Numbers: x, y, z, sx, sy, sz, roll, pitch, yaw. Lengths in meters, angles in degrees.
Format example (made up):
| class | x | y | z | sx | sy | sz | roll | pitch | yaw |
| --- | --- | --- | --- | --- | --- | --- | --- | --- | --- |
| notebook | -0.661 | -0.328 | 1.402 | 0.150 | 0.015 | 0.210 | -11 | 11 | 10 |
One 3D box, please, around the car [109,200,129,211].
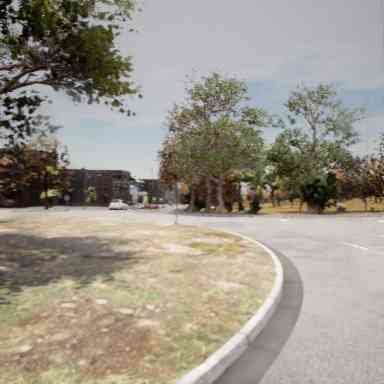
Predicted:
| class | x | y | z | sx | sy | sz | roll | pitch | yaw |
| --- | --- | --- | --- | --- | --- | --- | --- | --- | --- |
| car | -12.967 | 2.483 | 59.367 | 2.150 | 2.045 | 5.566 | 0 | -4 | 5 |
